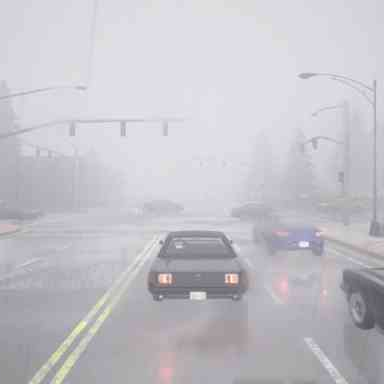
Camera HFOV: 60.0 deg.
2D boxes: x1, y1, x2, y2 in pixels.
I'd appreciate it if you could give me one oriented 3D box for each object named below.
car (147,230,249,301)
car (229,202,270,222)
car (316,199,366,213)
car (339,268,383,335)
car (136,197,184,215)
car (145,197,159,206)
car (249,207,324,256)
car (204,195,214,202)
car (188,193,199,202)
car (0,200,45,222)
[{"bbox_3d":[0.103,1.601,8.281,1.895,1.301,4.718,0,0,0],"label":"car"},{"bbox_3d":[5.226,1.525,25.487,4.674,1.442,1.812,0,0,1],"label":"car"},{"bbox_3d":[16.095,1.478,36.046,5.008,1.535,1.882,0,0,0],"label":"car"},{"bbox_3d":[3.615,1.601,3.968,1.895,1.301,4.718,0,0,0],"label":"car"},{"bbox_3d":[-2.943,1.504,34.362,1.837,1.490,4.892,3,1,43],"label":"car"},{"bbox_3d":[-6.815,1.564,57.395,1.994,1.385,4.181,0,0,0],"label":"car"},{"bbox_3d":[3.643,1.526,13.071,1.812,1.442,4.674,0,0,0],"label":"car"},{"bbox_3d":[3.864,1.355,74.956,2.097,1.767,4.553,0,0,0],"label":"car"},{"bbox_3d":[0.360,1.225,74.852,2.150,2.045,5.566,0,0,0],"label":"car"},{"bbox_3d":[-14.413,1.547,25.817,5.357,1.411,2.033,0,0,2],"label":"car"}]
